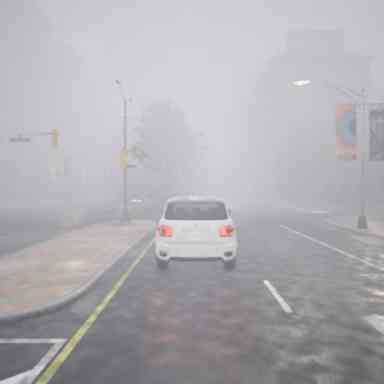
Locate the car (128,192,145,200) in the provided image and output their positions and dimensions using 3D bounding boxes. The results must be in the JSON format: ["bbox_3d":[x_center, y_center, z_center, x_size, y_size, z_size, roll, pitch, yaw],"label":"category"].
[{"bbox_3d":[-11.139,0.808,68.666,2.128,1.511,4.902,0,1,0],"label":"car"}]

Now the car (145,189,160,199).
[{"bbox_3d":[-7.639,0.507,68.663,2.150,2.045,5.566,0,1,0],"label":"car"}]

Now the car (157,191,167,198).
[{"bbox_3d":[-7.555,0.647,84.196,2.128,1.511,4.902,0,1,0],"label":"car"}]

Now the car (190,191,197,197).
[{"bbox_3d":[0.486,0.536,91.893,1.837,1.490,4.892,0,1,0],"label":"car"}]

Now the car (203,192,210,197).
[{"bbox_3d":[3.986,0.589,91.875,1.994,1.385,4.181,0,1,0],"label":"car"}]

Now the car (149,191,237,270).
[{"bbox_3d":[0.125,1.107,10.786,2.150,2.045,5.566,0,1,1],"label":"car"}]

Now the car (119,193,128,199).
[{"bbox_3d":[-14.373,0.848,71.527,1.895,1.301,4.718,0,1,0],"label":"car"}]

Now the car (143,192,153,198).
[{"bbox_3d":[-11.055,0.717,84.177,1.895,1.301,4.718,0,1,0],"label":"car"}]

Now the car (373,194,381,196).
[{"bbox_3d":[38.329,0.723,72.639,2.231,1.521,4.892,0,1,0],"label":"car"}]
